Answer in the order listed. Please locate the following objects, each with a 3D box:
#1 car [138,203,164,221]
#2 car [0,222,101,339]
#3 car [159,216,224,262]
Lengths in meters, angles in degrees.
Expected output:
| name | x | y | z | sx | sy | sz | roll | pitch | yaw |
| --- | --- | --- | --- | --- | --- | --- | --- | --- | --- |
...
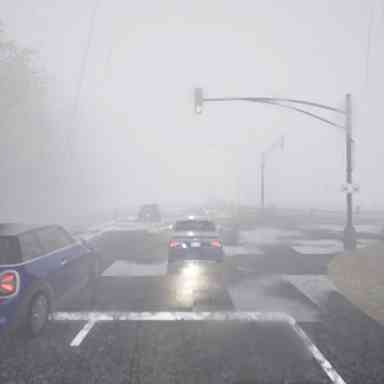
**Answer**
| name | x | y | z | sx | sy | sz | roll | pitch | yaw |
| --- | --- | --- | --- | --- | --- | --- | --- | --- | --- |
| car | -3.393 | 1.650 | 27.995 | 1.812 | 1.442 | 4.674 | 0 | 0 | 0 |
| car | -3.399 | 1.383 | 6.784 | 2.097 | 1.767 | 4.553 | 0 | 0 | 0 |
| car | 0.102 | 1.604 | 12.276 | 2.033 | 1.411 | 5.357 | 0 | 0 | 0 |
